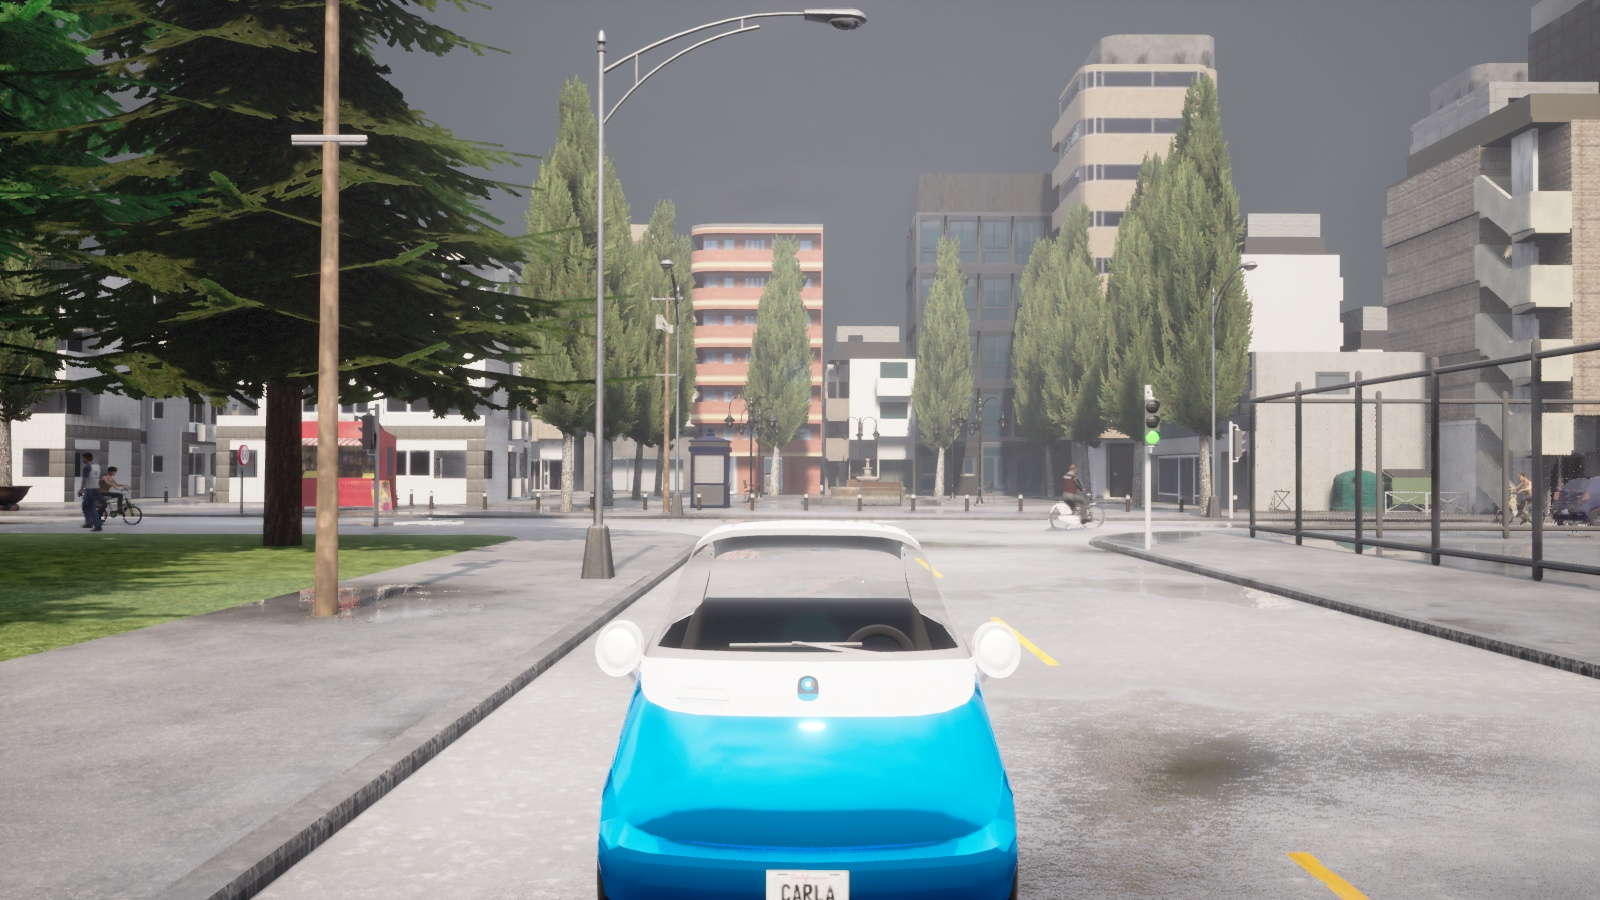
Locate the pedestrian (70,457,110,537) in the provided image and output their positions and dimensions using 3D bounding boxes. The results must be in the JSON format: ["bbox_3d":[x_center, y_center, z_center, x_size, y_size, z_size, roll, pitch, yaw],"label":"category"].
[{"bbox_3d":[-16.335,1.074,28.898,0.706,1.836,0.354,0,-1,2],"label":"pedestrian"}]

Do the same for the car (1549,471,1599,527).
[{"bbox_3d":[22.786,1.311,34.239,3.633,1.501,1.845,0,-1,0],"label":"car"}]

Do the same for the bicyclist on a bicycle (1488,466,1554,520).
[{"bbox_3d":[21.948,1.304,38.248,1.509,1.612,0.866,0,-1,0],"label":"bicyclist on a bicycle"}]

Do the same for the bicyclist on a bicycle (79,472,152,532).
[{"bbox_3d":[-18.738,1.402,34.391,1.509,1.612,0.866,0,-1,1],"label":"bicyclist on a bicycle"}]

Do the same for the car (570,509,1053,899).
[{"bbox_3d":[0.037,0.953,4.965,1.481,1.376,2.207,0,-1,0],"label":"car"}]

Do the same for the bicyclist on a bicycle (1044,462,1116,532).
[{"bbox_3d":[7.401,1.212,33.208,1.843,1.776,0.659,0,2,-29],"label":"bicyclist on a bicycle"}]
